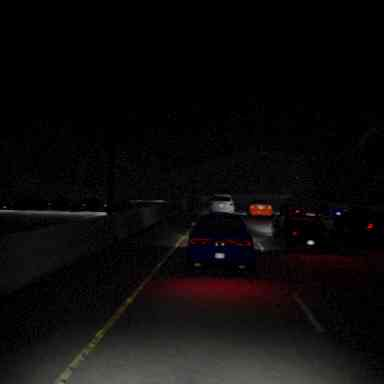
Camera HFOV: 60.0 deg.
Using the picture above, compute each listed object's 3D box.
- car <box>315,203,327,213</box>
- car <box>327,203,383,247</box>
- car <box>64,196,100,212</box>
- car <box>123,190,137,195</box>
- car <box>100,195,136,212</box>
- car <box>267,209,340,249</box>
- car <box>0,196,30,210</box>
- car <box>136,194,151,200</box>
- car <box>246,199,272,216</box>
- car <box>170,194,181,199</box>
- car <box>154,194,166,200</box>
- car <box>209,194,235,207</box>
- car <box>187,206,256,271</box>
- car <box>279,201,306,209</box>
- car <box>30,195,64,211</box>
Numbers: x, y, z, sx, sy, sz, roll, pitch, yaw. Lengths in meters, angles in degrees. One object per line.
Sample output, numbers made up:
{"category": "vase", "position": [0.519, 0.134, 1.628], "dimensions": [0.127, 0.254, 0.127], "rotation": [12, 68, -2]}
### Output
{"category": "car", "position": [13.409, 1.766, 32.338], "dimensions": [1.812, 1.442, 4.674], "rotation": [1, 0, 5]}
{"category": "car", "position": [8.440, 1.511, 15.958], "dimensions": [2.097, 1.767, 4.553], "rotation": [1, 0, 5]}
{"category": "car", "position": [-11.123, 1.180, 35.016], "dimensions": [1.882, 1.535, 5.008], "rotation": [1, 0, 5]}
{"category": "car", "position": [-14.097, 0.674, 76.348], "dimensions": [2.150, 2.045, 5.566], "rotation": [1, 0, 7]}
{"category": "car", "position": [-7.637, 1.304, 34.738], "dimensions": [1.812, 1.442, 4.674], "rotation": [1, 0, 5]}
{"category": "car", "position": [4.855, 1.682, 15.211], "dimensions": [1.895, 1.301, 4.718], "rotation": [1, 0, 5]}
{"category": "car", "position": [-18.124, 1.097, 35.348], "dimensions": [2.033, 1.411, 5.357], "rotation": [1, 0, 5]}
{"category": "car", "position": [-10.637, 1.080, 75.884], "dimensions": [1.994, 1.385, 4.181], "rotation": [1, 0, 7]}
{"category": "car", "position": [6.336, 1.440, 31.686], "dimensions": [2.097, 1.767, 4.553], "rotation": [1, 0, 5]}
{"category": "car", "position": [-3.654, 1.152, 75.309], "dimensions": [1.882, 1.535, 5.008], "rotation": [1, 0, 8]}
{"category": "car", "position": [-7.173, 1.159, 75.390], "dimensions": [1.994, 1.385, 4.181], "rotation": [1, 0, 7]}
{"category": "car", "position": [2.784, 1.233, 31.205], "dimensions": [2.150, 2.045, 5.566], "rotation": [1, 0, 5]}
{"category": "car", "position": [0.957, 1.480, 11.061], "dimensions": [1.882, 1.535, 5.008], "rotation": [1, 0, 5]}
{"category": "car", "position": [9.984, 1.642, 33.193], "dimensions": [1.882, 1.535, 5.008], "rotation": [1, 0, 5]}
{"category": "car", "position": [-14.612, 1.103, 35.279], "dimensions": [1.882, 1.535, 5.008], "rotation": [1, 0, 5]}
